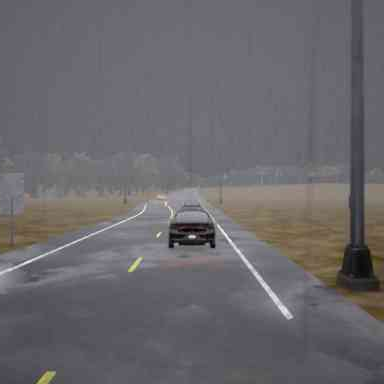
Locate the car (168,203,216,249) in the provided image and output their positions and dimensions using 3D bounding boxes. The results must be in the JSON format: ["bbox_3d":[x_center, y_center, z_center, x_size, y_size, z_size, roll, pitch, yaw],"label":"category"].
[{"bbox_3d":[0.000,1.487,14.650,1.882,1.535,5.008,0,0,0],"label":"car"}]

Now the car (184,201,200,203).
[{"bbox_3d":[0.000,1.501,29.653,2.128,1.511,4.902,0,0,0],"label":"car"}]

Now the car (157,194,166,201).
[{"bbox_3d":[-7.001,1.316,76.580,1.882,1.535,5.008,0,1,0],"label":"car"}]
